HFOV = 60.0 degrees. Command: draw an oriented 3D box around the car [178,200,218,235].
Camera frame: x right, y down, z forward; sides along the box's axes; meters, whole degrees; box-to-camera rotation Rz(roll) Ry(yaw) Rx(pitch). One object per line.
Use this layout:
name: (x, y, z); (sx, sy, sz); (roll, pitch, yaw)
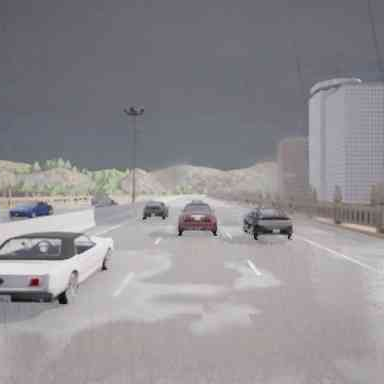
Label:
car: (0.317, 1.394, 19.273); (2.097, 1.767, 4.553); (0, 0, 1)

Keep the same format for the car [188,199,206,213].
car: (0.566, 1.666, 40.455); (2.033, 1.411, 5.357); (0, 0, 1)

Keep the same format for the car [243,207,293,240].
car: (3.793, 1.537, 17.240); (2.128, 1.511, 4.902); (0, 0, 1)

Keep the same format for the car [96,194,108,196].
car: (-16.787, 1.434, 61.367); (2.150, 2.045, 5.566); (0, 0, 1)

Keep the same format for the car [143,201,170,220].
car: (-3.073, 1.567, 28.880); (1.837, 1.490, 4.892); (0, 0, 1)

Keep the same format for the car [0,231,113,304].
car: (-3.316, 1.606, 8.083); (1.895, 1.301, 4.718); (0, 0, 0)

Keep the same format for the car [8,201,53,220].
car: (-13.766, 1.510, 28.664); (1.882, 1.535, 5.008); (0, 0, 1)

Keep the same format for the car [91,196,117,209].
car: (-10.117, 1.591, 39.333); (1.837, 1.490, 4.892); (0, -1, 1)
